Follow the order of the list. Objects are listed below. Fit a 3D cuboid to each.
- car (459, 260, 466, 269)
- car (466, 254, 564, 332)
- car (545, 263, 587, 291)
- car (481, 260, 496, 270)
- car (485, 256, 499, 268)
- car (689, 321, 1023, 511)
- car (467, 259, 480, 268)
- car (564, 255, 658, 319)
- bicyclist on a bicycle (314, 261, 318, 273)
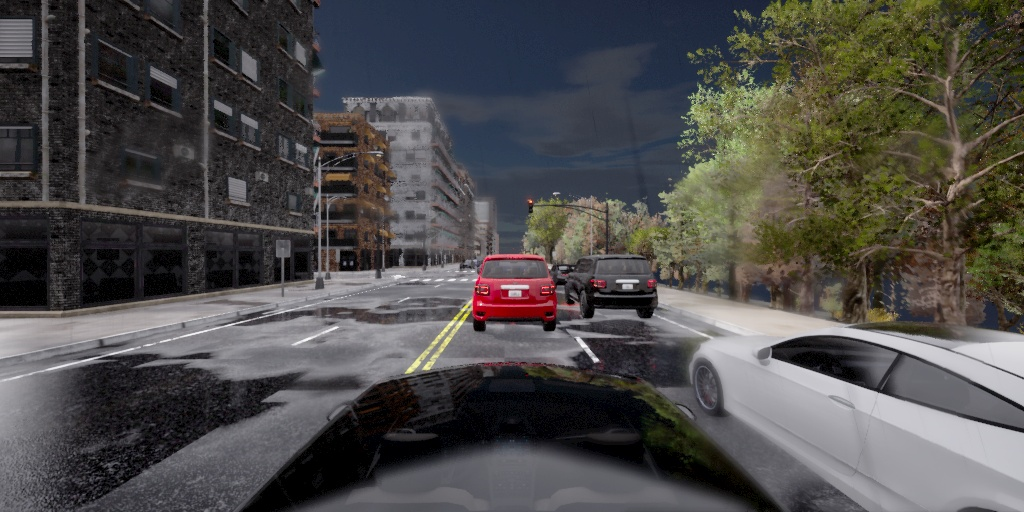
[{"bbox_3d":[-6.778,1.275,54.722,1.837,1.490,4.892,0,0,2],"label":"car"},{"bbox_3d":[0.062,0.972,11.057,2.150,2.045,5.566,0,0,0],"label":"car"},{"bbox_3d":[3.278,1.258,22.808,1.837,1.490,4.892,0,0,-2],"label":"car"},{"bbox_3d":[-3.559,1.334,55.134,1.994,1.385,4.181,0,0,0],"label":"car"},{"bbox_3d":[-3.564,0.999,64.249,2.150,2.045,5.566,0,0,0],"label":"car"},{"bbox_3d":[3.344,1.276,2.973,1.812,1.442,4.674,0,0,0],"label":"car"},{"bbox_3d":[-6.814,1.303,63.969,1.812,1.442,4.674,0,0,0],"label":"car"},{"bbox_3d":[3.305,0.972,12.956,2.150,2.045,5.566,0,0,0],"label":"car"},{"bbox_3d":[-25.056,1.341,45.388,0.582,1.620,1.656,-1,0,-1],"label":"bicyclist on a bicycle"}]
